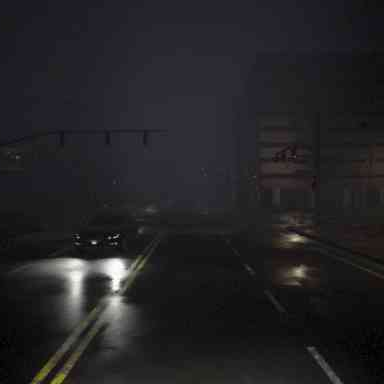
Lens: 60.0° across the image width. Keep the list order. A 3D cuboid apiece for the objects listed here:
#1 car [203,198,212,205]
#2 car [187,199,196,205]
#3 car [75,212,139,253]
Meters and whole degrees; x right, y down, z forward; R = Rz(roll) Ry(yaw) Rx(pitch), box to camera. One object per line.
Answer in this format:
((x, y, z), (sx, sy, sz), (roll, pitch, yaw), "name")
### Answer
((3.452, 2.125, 75.301), (1.837, 1.490, 4.892), (0, -1, 0), "car")
((-0.048, 2.178, 75.298), (1.994, 1.385, 4.181), (0, -1, 0), "car")
((-3.544, 1.652, 14.563), (1.837, 1.490, 4.892), (0, -1, 1), "car")
